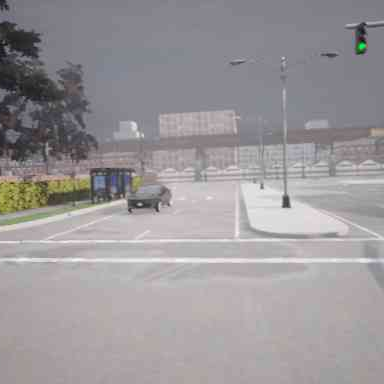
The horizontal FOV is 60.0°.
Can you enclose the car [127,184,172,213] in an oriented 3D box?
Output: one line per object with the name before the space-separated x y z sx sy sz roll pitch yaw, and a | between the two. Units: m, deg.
car | -2.542 0.270 20.761 1.882 1.535 5.008 -2 3 8
